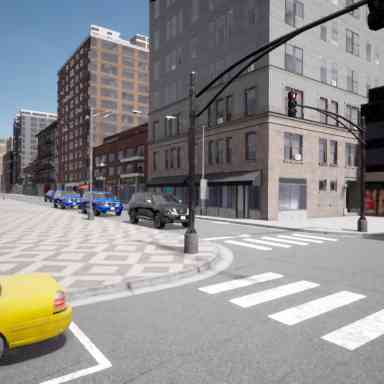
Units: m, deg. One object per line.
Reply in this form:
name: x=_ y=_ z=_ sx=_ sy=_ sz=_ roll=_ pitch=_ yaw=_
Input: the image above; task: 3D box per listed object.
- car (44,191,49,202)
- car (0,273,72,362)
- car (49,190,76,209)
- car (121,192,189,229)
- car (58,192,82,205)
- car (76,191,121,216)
car: x=-23.441 y=0.707 z=56.576 sx=2.150 sy=2.045 sz=5.566 roll=1 pitch=0 yaw=-37
car: x=-4.006 y=1.525 z=3.895 sx=4.829 sy=1.417 sz=1.752 roll=0 pitch=1 yaw=-36
car: x=-14.216 y=0.861 z=37.961 sx=2.150 sy=2.045 sz=5.566 roll=1 pitch=0 yaw=-35
car: x=-2.087 y=1.053 z=20.759 sx=2.150 sy=2.045 sz=5.566 roll=1 pitch=0 yaw=-35
car: x=-17.813 y=0.925 z=48.563 sx=2.097 sy=1.767 sz=4.553 roll=1 pitch=0 yaw=-35
car: x=-8.025 y=0.959 z=29.172 sx=2.150 sy=2.045 sz=5.566 roll=1 pitch=0 yaw=-35
